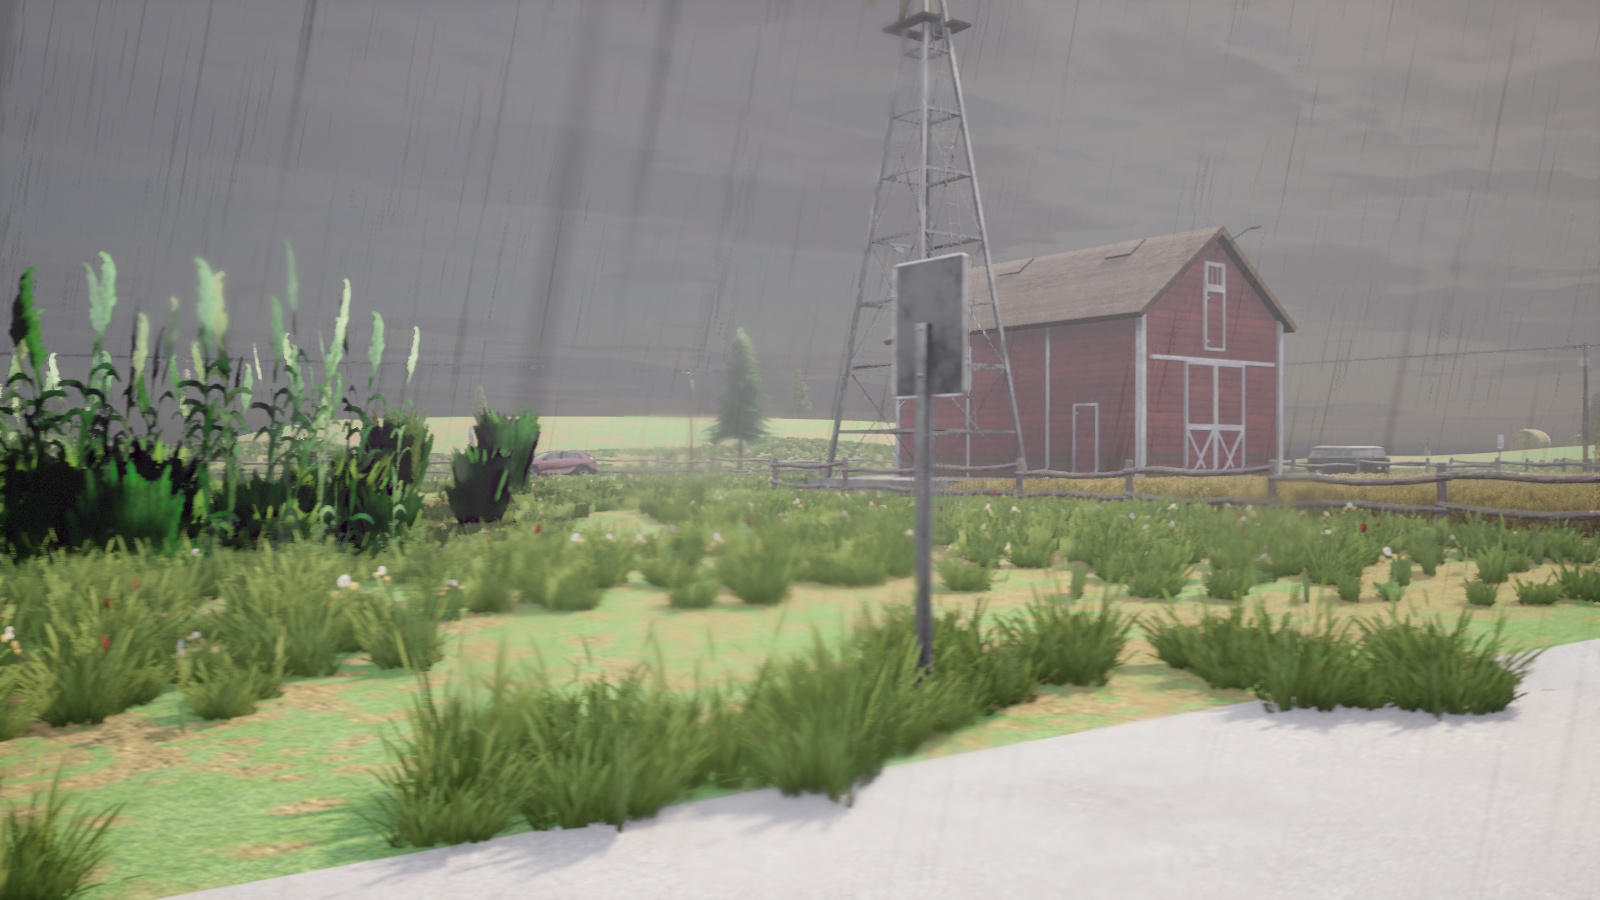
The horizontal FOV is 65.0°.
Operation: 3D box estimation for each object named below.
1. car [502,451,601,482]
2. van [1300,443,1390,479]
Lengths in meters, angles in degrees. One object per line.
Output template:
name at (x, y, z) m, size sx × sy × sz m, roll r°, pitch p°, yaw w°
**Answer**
car at (-13.428, 0.870, 67.915) m, size 4.856 × 1.649 × 2.033 m, roll 0°, pitch 0°, yaw -29°
van at (31.177, 0.608, 71.952) m, size 1.775 × 1.987 × 4.442 m, roll 0°, pitch 0°, yaw -35°
